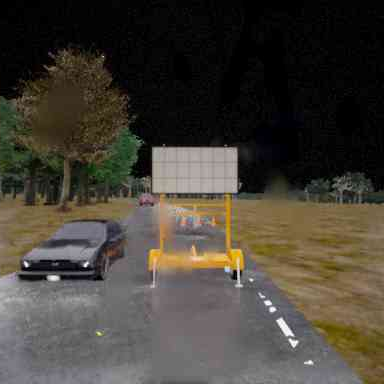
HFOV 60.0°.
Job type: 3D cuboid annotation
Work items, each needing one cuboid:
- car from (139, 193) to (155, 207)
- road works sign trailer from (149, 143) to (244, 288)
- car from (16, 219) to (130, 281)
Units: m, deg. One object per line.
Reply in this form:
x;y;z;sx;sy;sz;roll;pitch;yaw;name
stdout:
-7.056;1.231;51.999;2.150;2.045;5.566;0;0;-10;car
0.077;0.464;9.245;2.380;3.560;2.880;0;0;-2;road works sign trailer
-3.123;1.544;10.091;2.033;1.411;5.357;0;0;-1;car
